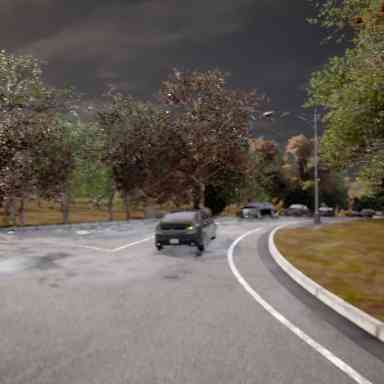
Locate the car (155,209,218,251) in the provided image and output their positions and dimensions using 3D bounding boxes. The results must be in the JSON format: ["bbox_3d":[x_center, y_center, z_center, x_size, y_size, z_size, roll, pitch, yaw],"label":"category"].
[{"bbox_3d":[-0.124,1.462,13.989,1.837,1.490,4.892,-2,0,12],"label":"car"}]

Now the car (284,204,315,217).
[{"bbox_3d":[12.541,2.176,39.475,1.812,1.442,4.674,-1,-4,39],"label":"car"}]

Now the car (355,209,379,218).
[{"bbox_3d":[27.708,3.508,52.328,1.837,1.490,4.892,-1,-5,39],"label":"car"}]

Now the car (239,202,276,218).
[{"bbox_3d":[6.354,1.679,31.887,2.128,1.511,4.902,-1,-2,39],"label":"car"}]

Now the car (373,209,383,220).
[{"bbox_3d":[35.205,4.228,61.667,2.097,1.767,4.553,-1,-5,40],"label":"car"}]

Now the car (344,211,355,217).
[{"bbox_3d":[28.617,4.090,59.166,1.895,1.301,4.718,-1,-4,39],"label":"car"}]

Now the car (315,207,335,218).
[{"bbox_3d":[18.831,2.868,47.194,1.812,1.442,4.674,-1,-4,39],"label":"car"}]
